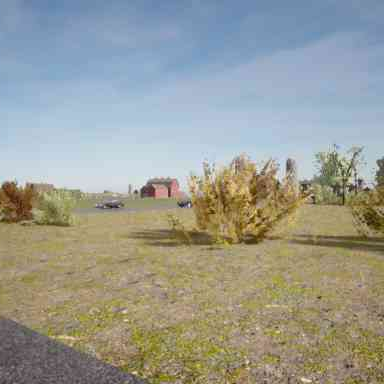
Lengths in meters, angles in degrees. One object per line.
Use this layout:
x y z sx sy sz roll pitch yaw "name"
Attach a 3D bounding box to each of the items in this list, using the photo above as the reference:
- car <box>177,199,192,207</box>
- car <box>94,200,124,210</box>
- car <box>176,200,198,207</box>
-0.359 2.044 60.834 1.837 1.490 4.892 -1 -1 36 "car"
-12.497 1.920 50.262 2.128 1.511 4.902 -1 -1 36 "car"
-0.941 2.273 66.066 1.895 1.301 4.718 -1 -1 36 "car"
